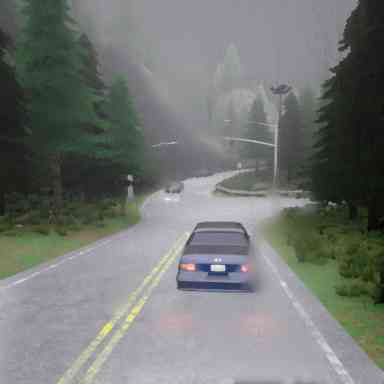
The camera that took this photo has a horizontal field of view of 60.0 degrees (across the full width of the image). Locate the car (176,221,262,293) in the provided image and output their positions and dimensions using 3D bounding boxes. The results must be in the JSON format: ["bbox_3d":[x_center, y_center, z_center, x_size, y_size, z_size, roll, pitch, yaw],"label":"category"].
[{"bbox_3d":[0.736,1.496,8.909,2.033,1.411,5.357,0,0,5],"label":"car"}]

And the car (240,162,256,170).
[{"bbox_3d":[12.376,-5.556,71.342,4.892,1.490,1.837,-9,9,-36],"label":"car"}]

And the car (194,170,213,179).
[{"bbox_3d":[2.112,-3.191,59.393,1.895,1.301,4.718,2,10,26],"label":"car"}]

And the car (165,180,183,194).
[{"bbox_3d":[-2.307,-0.698,43.922,2.128,1.511,4.902,-1,9,7],"label":"car"}]
